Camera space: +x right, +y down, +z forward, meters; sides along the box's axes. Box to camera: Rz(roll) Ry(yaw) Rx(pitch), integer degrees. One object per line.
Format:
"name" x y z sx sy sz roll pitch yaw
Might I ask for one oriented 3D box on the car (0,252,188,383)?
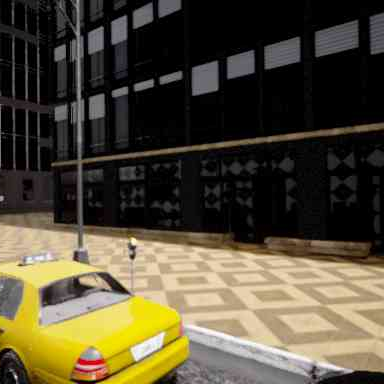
"car" -2.324 1.541 4.716 4.829 1.417 1.752 0 -1 36

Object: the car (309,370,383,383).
"car" 2.309 1.562 1.200 4.313 1.339 1.947 0 -1 36
